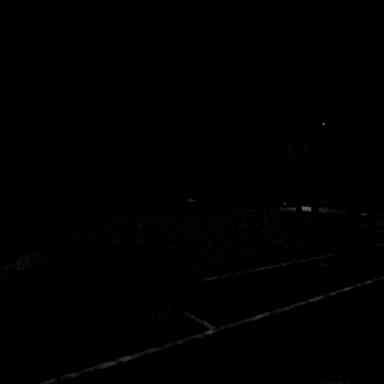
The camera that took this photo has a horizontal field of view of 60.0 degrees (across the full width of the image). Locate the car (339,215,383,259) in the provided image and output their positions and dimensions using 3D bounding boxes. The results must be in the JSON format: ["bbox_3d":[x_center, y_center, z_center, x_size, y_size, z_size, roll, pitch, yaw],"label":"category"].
[{"bbox_3d":[6.836,1.486,11.448,4.403,1.369,2.008,0,0,-35],"label":"car"}]

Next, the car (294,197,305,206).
[{"bbox_3d":[10.833,0.974,38.393,1.994,1.385,4.181,0,1,-35],"label":"car"}]

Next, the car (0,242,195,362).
[{"bbox_3d":[-2.062,1.538,5.171,4.507,1.381,1.887,0,0,-35],"label":"car"}]

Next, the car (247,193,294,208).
[{"bbox_3d":[8.204,0.913,36.479,2.128,1.511,4.902,0,1,-35],"label":"car"}]
